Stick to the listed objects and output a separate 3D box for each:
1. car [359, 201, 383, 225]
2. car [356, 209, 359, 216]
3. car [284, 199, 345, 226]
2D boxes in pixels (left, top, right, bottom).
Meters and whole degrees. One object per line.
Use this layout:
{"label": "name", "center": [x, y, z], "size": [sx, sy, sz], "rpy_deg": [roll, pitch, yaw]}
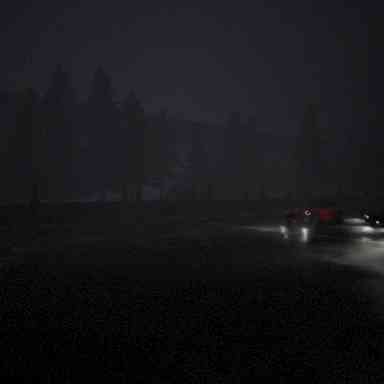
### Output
{"label": "car", "center": [13.786, 1.498, 22.358], "size": [5.357, 1.411, 2.033], "rpy_deg": [0, 0, -35]}
{"label": "car", "center": [16.159, 1.486, 28.331], "size": [5.357, 1.411, 2.033], "rpy_deg": [0, 0, -35]}
{"label": "car", "center": [8.438, 1.311, 22.855], "size": [4.553, 1.767, 2.097], "rpy_deg": [0, 0, -35]}
